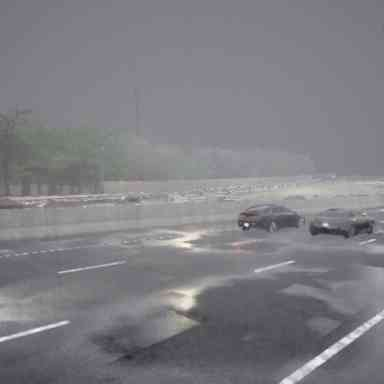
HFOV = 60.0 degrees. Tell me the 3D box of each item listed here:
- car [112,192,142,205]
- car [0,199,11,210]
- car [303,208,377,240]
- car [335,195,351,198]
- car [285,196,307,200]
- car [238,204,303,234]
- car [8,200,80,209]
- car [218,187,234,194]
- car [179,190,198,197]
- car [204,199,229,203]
[{"bbox_3d":[-9.026,0.830,46.507,2.097,1.767,4.553,1,2,29],"label":"car"},{"bbox_3d":[-17.795,1.345,30.455,1.812,1.442,4.674,1,1,32],"label":"car"},{"bbox_3d":[7.764,1.508,16.988,4.181,1.385,1.994,0,0,-43],"label":"car"},{"bbox_3d":[26.309,1.190,58.287,4.181,1.385,1.994,-1,1,-43],"label":"car"},{"bbox_3d":[14.685,1.301,47.500,5.357,1.411,2.033,-1,1,-43],"label":"car"},{"bbox_3d":[4.606,1.433,18.838,4.892,1.490,1.837,0,0,-43],"label":"car"},{"bbox_3d":[-10.410,1.393,24.319,4.674,1.442,1.812,0,0,-43],"label":"car"},{"bbox_3d":[7.615,-0.233,74.017,2.128,1.511,4.902,1,3,34],"label":"car"},{"bbox_3d":[-0.716,0.424,61.012,1.882,1.535,5.008,1,3,32],"label":"car"},{"bbox_3d":[2.640,1.410,36.343,4.181,1.385,1.994,0,0,-43],"label":"car"}]
